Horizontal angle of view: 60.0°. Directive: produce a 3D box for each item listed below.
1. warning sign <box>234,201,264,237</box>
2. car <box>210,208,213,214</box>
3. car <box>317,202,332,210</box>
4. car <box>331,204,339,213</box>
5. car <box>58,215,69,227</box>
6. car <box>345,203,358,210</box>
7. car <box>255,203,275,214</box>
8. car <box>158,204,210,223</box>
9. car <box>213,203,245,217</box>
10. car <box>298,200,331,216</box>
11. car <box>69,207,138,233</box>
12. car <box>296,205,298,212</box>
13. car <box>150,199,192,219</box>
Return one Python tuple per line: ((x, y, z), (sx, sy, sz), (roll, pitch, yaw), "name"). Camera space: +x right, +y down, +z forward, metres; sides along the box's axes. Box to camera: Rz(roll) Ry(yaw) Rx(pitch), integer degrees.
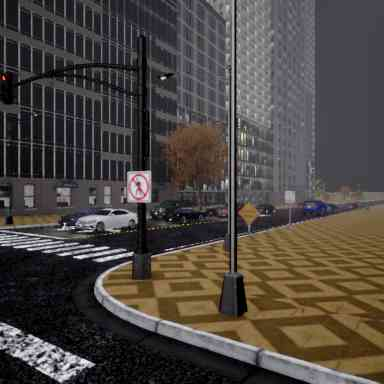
((3.186, 1.456, 18.522), (1.300, 1.860, 1.060), (1, 1, 33), "warning sign")
((3.532, 2.293, 42.467), (1.895, 1.301, 4.718), (0, -1, 33), "car")
((25.692, 2.762, 64.429), (1.812, 1.442, 4.674), (0, -1, 33), "car")
((21.999, 2.561, 52.912), (1.812, 1.442, 4.674), (0, -1, 33), "car")
((-7.453, 1.877, 25.489), (2.033, 1.411, 5.357), (0, -1, 33), "car")
((31.594, 2.840, 65.662), (1.812, 1.442, 4.674), (0, -1, 33), "car")
((10.205, 2.329, 46.751), (1.837, 1.490, 4.892), (0, -1, 33), "car")
((-0.621, 2.069, 30.073), (1.895, 1.301, 4.718), (0, -1, 33), "car")
((4.698, 1.996, 38.287), (2.097, 1.767, 4.553), (0, -1, 33), "car")
((16.242, 2.068, 43.944), (2.150, 2.045, 5.566), (0, -1, 35), "car")
((-5.578, 1.831, 22.437), (1.812, 1.442, 4.674), (0, -1, 33), "car")
((18.124, 2.346, 52.726), (2.097, 1.767, 4.553), (0, -1, 33), "car")
((-1.921, 1.734, 34.045), (2.150, 2.045, 5.566), (0, -1, 33), "car")
